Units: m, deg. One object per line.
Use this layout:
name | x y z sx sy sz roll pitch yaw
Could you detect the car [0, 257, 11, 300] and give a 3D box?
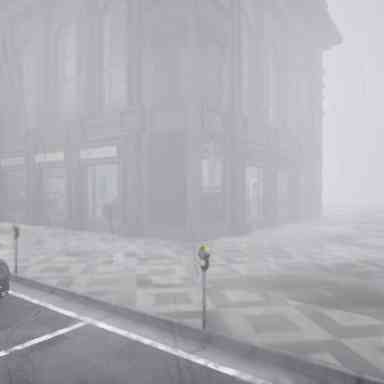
car | -5.419 1.512 6.837 4.403 1.369 2.008 0 0 36
